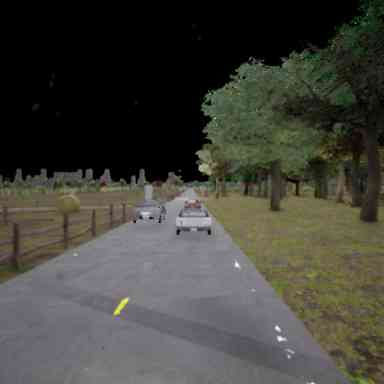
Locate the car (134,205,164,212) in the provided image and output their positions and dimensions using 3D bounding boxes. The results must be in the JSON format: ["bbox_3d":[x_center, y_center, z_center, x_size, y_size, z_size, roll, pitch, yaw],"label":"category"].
[{"bbox_3d":[-2.761,1.202,22.331,2.128,1.511,4.902,0,0,0],"label":"car"}]

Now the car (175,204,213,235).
[{"bbox_3d":[0.091,1.569,18.702,1.895,1.301,4.718,0,0,0],"label":"car"}]

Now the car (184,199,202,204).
[{"bbox_3d":[0.096,1.442,36.412,1.812,1.442,4.674,0,0,0],"label":"car"}]
